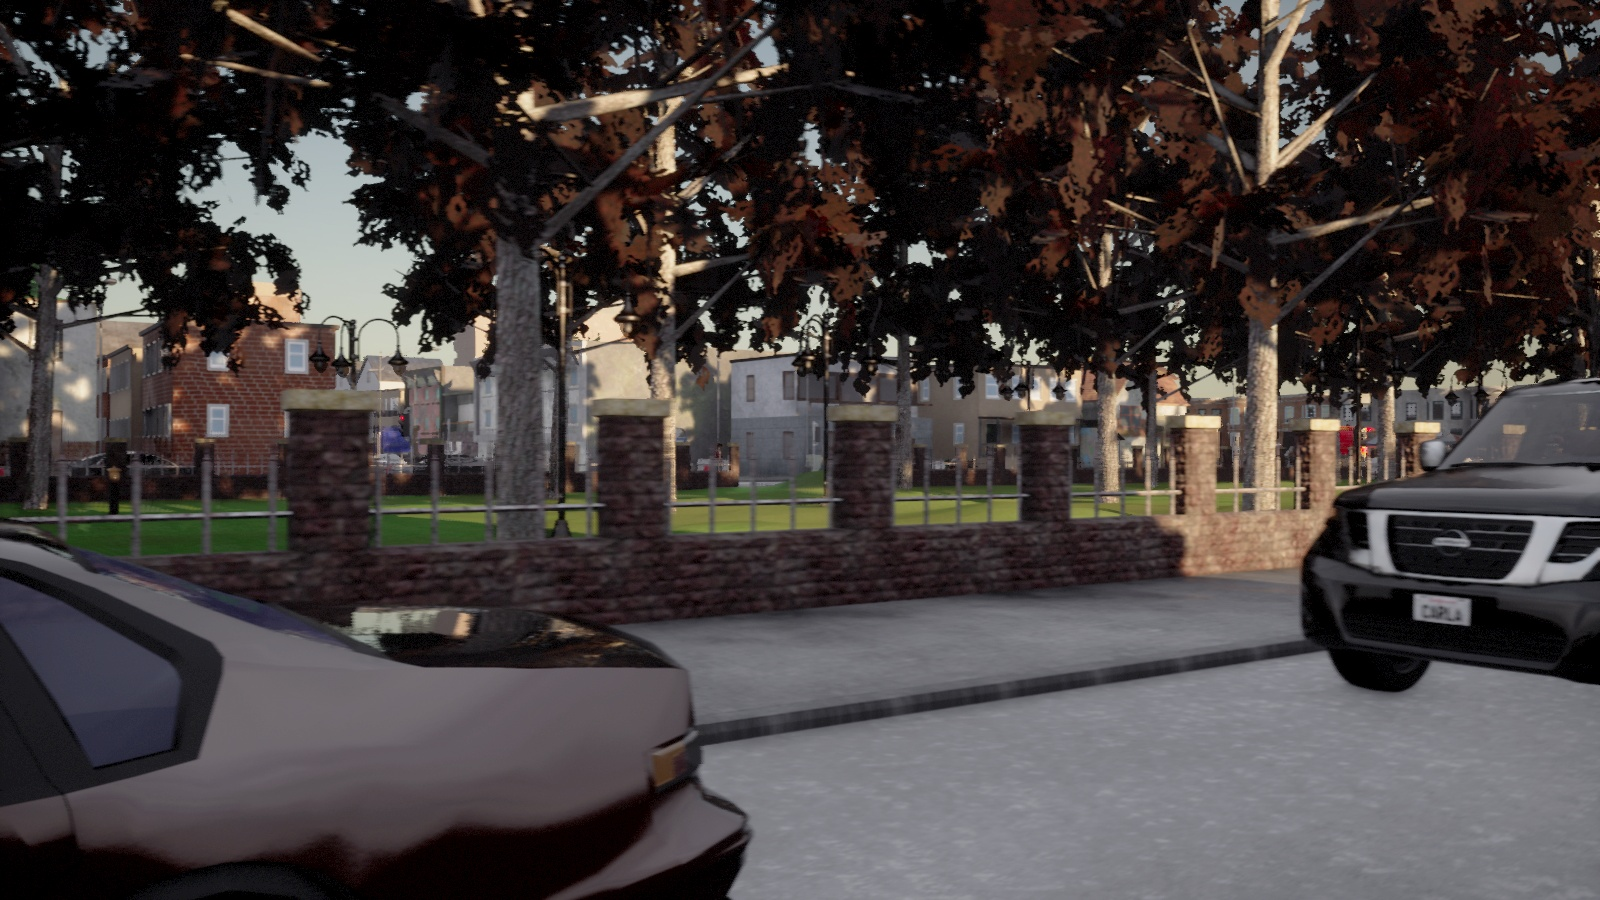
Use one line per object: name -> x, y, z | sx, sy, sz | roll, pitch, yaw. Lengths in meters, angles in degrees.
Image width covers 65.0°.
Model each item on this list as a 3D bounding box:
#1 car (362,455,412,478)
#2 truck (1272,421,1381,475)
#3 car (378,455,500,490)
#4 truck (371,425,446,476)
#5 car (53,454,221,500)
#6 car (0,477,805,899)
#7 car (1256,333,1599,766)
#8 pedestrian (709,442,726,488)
car -> -26.769, 1.026, 81.261 | 1.812, 1.442, 4.674 | 0, 0, -35
truck -> 35.283, -0.106, 83.995 | 7.936, 3.462, 2.891 | 0, 0, -35
car -> -15.367, 0.934, 53.620 | 4.674, 1.442, 1.812 | 0, 0, -44
truck -> -28.263, 0.044, 90.422 | 2.891, 3.462, 7.936 | 0, 0, -35
car -> -22.878, 0.904, 43.436 | 4.892, 1.490, 1.837 | 0, 0, -37
car -> -2.776, 0.804, 2.326 | 5.357, 1.411, 2.033 | 0, 0, -34
car -> 5.607, 0.472, 8.174 | 5.566, 2.045, 2.150 | 0, 0, -35
pedestrian -> -3.311, 0.585, 50.616 | 0.594, 1.836, 0.345 | 0, 0, -35
